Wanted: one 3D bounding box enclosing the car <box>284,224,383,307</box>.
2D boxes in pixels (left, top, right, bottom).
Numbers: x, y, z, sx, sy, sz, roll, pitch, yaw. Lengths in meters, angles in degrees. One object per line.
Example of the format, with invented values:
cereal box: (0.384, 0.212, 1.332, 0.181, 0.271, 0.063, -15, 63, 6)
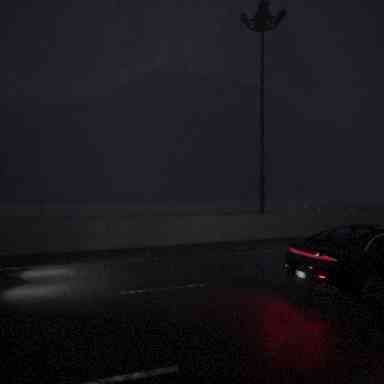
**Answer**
car: (4.549, 1.534, 7.911, 4.902, 1.511, 2.128, 0, 0, -21)
